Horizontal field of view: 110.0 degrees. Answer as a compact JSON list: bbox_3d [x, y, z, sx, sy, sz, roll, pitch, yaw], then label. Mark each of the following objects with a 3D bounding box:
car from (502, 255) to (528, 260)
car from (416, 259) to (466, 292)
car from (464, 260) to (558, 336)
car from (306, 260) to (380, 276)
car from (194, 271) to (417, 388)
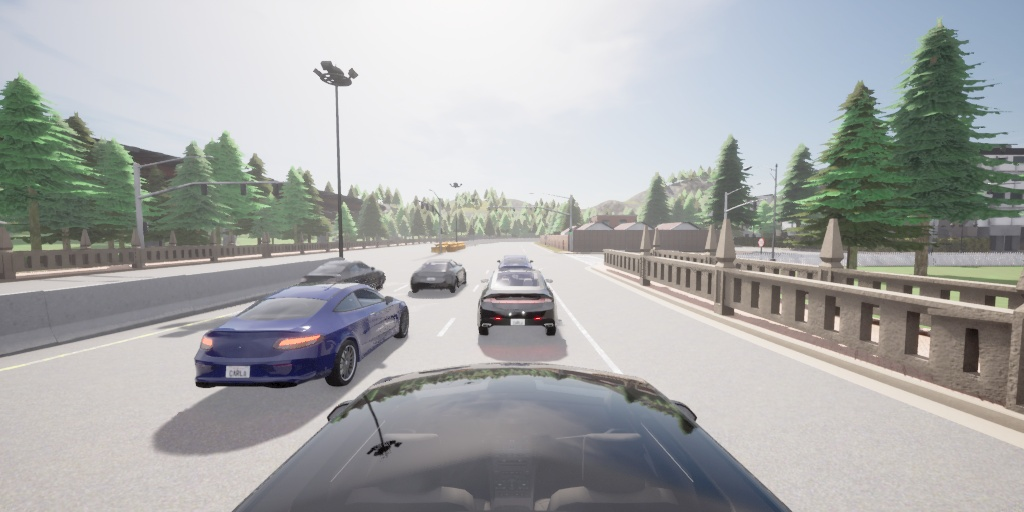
[{"bbox_3d":[0.171,0.648,19.097,1.812,1.442,4.674,0,3,0],"label":"car"},{"bbox_3d":[-3.340,0.808,16.910,1.994,1.385,4.181,0,3,1],"label":"car"},{"bbox_3d":[0.133,1.083,9.918,2.128,1.511,4.902,0,2,0],"label":"car"},{"bbox_3d":[-6.843,0.891,14.826,1.812,1.442,4.674,0,3,0],"label":"car"},{"bbox_3d":[-3.378,1.214,6.732,1.812,1.442,4.674,0,1,0],"label":"car"}]
